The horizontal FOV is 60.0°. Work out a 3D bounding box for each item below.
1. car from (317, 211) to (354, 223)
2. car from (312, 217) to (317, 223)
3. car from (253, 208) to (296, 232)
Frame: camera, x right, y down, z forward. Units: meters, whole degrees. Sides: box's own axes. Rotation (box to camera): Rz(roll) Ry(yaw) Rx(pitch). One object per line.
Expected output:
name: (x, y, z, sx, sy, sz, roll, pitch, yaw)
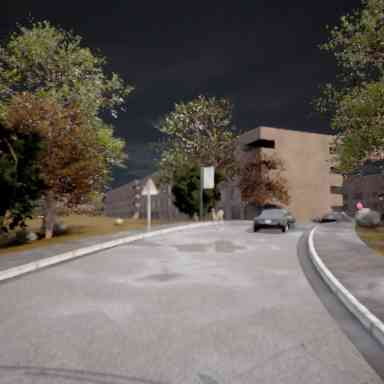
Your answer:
car: (15.082, 2.677, 34.277, 4.181, 1.385, 1.994, 8, -9, -44)
car: (16.293, 3.279, 39.966, 4.674, 1.442, 1.812, 7, -8, -38)
car: (5.200, 1.668, 20.806, 1.994, 1.385, 4.181, -2, -1, 25)
